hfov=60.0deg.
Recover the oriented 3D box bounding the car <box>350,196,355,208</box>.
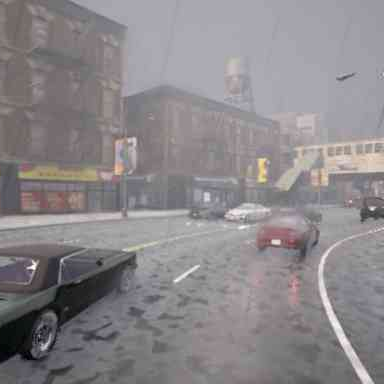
[{"bbox_3d":[29.945,1.964,58.304,1.882,1.535,5.008,1,0,44],"label":"car"}]

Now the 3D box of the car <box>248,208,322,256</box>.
[{"bbox_3d":[4.019,1.606,13.703,1.812,1.442,4.674,0,0,28],"label":"car"}]

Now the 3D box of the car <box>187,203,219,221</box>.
[{"bbox_3d":[1.530,1.652,28.203,1.994,1.385,4.181,1,0,41],"label":"car"}]

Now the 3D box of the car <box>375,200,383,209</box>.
[{"bbox_3d":[32.560,2.114,55.977,1.895,1.301,4.718,1,0,44],"label":"car"}]

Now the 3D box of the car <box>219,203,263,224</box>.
[{"bbox_3d":[4.478,1.643,26.279,1.812,1.442,4.674,0,0,42],"label":"car"}]

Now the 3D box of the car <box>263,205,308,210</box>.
[{"bbox_3d":[7.660,1.696,24.347,2.033,1.411,5.357,0,0,43],"label":"car"}]

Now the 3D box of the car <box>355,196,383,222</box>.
[{"bbox_3d":[16.019,1.474,28.111,2.150,2.045,5.566,1,0,43],"label":"car"}]

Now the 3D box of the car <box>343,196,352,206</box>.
[{"bbox_3d":[30.752,1.738,63.578,2.435,2.045,5.566,1,0,43],"label":"car"}]

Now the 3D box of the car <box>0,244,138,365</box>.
[{"bbox_3d":[-2.585,1.587,5.966,1.895,1.301,4.718,1,0,11],"label":"car"}]
